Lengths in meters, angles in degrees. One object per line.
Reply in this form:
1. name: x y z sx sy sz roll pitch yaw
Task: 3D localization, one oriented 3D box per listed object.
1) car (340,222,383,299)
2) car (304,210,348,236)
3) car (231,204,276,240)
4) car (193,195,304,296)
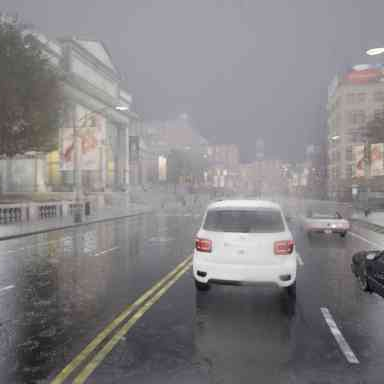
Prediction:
1. car: 4.446 1.547 5.705 2.033 1.411 5.357 0 0 9
2. car: 6.975 1.601 18.035 1.895 1.301 4.718 0 0 12
3. car: 3.436 1.492 18.269 2.128 1.511 4.902 0 0 12
4. car: 1.469 1.221 8.964 2.150 2.045 5.566 0 0 11
